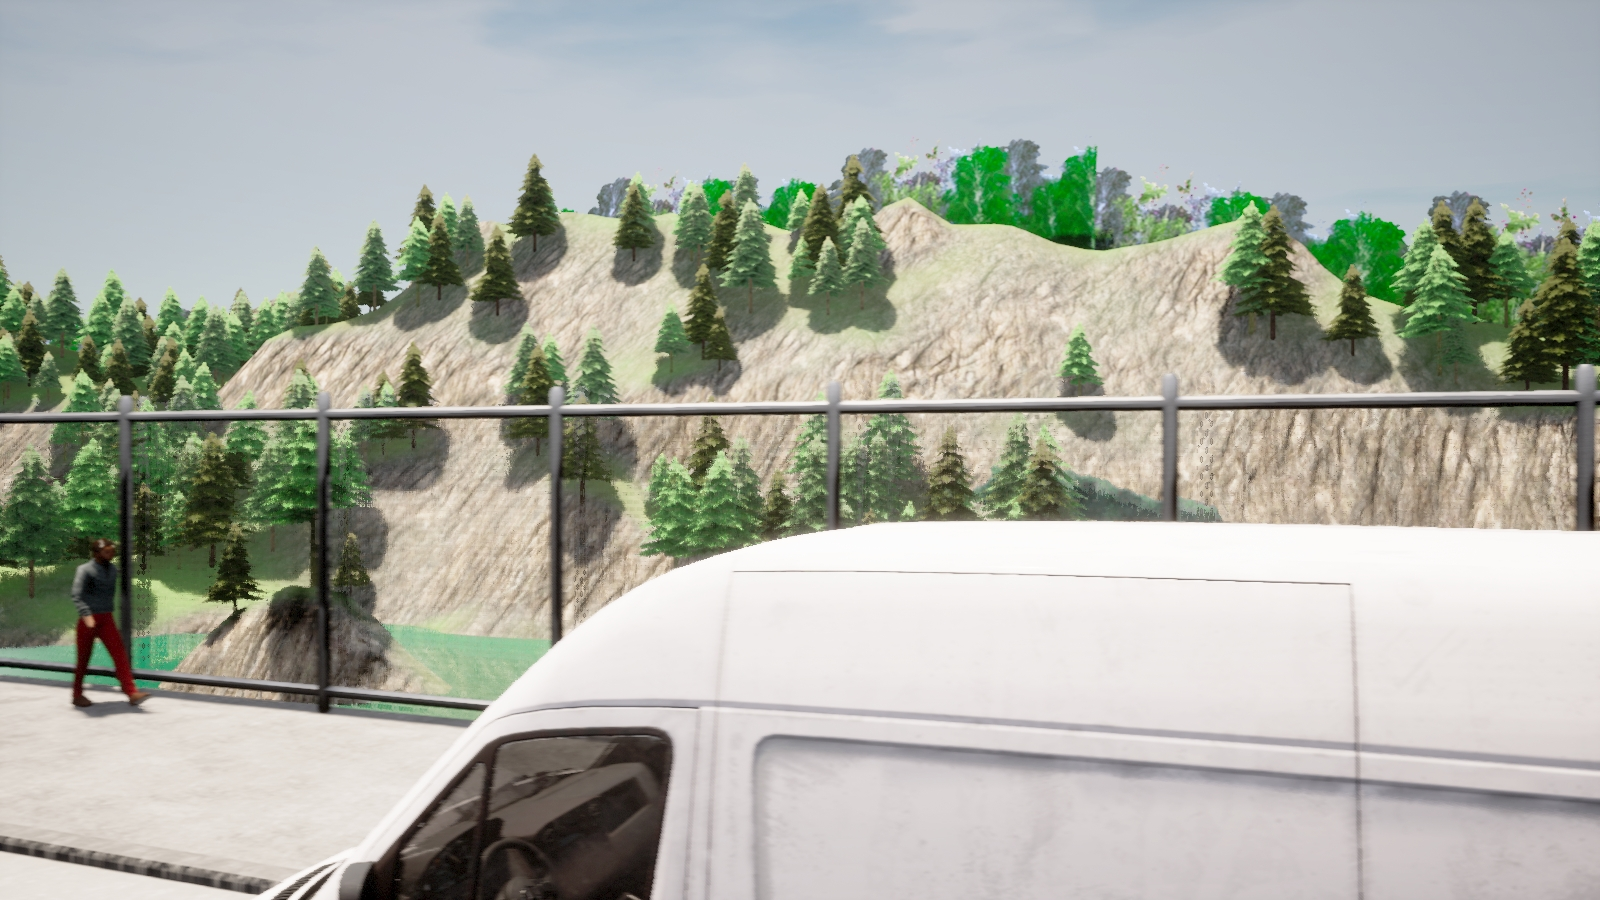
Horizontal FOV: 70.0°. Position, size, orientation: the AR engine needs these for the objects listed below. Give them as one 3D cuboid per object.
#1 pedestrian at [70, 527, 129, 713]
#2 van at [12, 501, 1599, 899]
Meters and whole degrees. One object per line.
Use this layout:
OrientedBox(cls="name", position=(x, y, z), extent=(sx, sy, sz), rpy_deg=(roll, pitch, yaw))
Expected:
OrientedBox(cls="pedestrian", position=(-7.276, 1.743, 11.867), extent=(0.375, 1.860, 0.375), rpy_deg=(0, 0, 22))
OrientedBox(cls="van", position=(0.569, 1.535, 3.621), extent=(5.915, 2.561, 1.988), rpy_deg=(0, 0, 20))
